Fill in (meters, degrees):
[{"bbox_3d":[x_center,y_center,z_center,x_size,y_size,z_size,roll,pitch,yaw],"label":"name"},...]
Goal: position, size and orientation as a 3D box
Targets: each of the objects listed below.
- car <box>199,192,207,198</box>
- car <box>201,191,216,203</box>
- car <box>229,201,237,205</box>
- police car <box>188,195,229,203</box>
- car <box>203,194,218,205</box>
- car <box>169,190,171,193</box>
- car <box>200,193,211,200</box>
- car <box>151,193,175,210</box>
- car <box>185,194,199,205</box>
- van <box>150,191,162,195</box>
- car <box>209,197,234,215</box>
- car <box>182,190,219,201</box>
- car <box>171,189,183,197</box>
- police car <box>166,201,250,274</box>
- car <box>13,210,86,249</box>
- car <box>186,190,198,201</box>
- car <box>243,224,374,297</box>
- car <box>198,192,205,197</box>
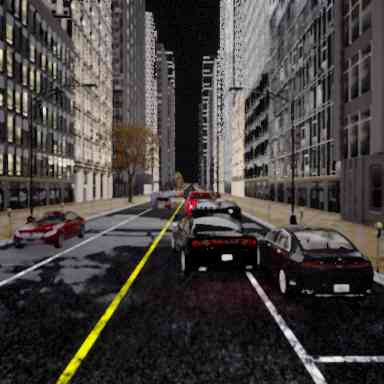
[{"bbox_3d":[2.643,0.656,82.391,1.752,1.417,4.829,0,1,0],"label":"car"},{"bbox_3d":[2.656,0.761,53.729,2.192,1.841,5.009,0,1,0],"label":"car"},{"bbox_3d":[2.672,1.311,25.242,1.947,1.339,4.313,0,1,0],"label":"car"},{"bbox_3d":[0.889,1.218,20.541,1.930,1.638,5.238,0,1,0],"label":"police car"},{"bbox_3d":[2.660,1.051,48.033,1.887,1.381,4.507,0,1,0],"label":"car"},{"bbox_3d":[-5.729,0.874,65.125,2.008,1.369,4.403,0,1,0],"label":"car"},{"bbox_3d":[2.651,0.867,65.127,1.887,1.381,4.507,0,1,0],"label":"car"},{"bbox_3d":[-3.115,1.162,35.734,1.812,1.442,4.674,0,1,0],"label":"car"},{"bbox_3d":[-0.015,1.044,46.907,1.812,1.442,4.674,0,1,0],"label":"car"},{"bbox_3d":[-5.725,0.787,53.730,1.690,1.788,3.998,0,1,0],"label":"van"},{"bbox_3d":[2.670,1.231,30.940,1.887,1.381,4.507,0,1,0],"label":"car"},{"bbox_3d":[0.547,0.955,26.418,2.150,2.045,5.566,0,1,-2],"label":"car"},{"bbox_3d":[-3.041,0.285,77.015,2.150,2.045,5.566,0,1,0],"label":"car"},{"bbox_3d":[0.451,1.319,10.441,1.930,1.638,5.238,0,1,-9],"label":"police car"},{"bbox_3d":[-5.702,1.442,13.848,1.802,1.307,4.206,0,1,0],"label":"car"},{"bbox_3d":[-0.033,0.589,60.953,2.150,2.045,5.566,0,1,0],"label":"car"},{"bbox_3d":[2.681,1.468,8.148,2.008,1.369,4.403,0,1,0],"label":"car"},{"bbox_3d":[2.637,0.568,93.618,1.947,1.339,4.313,0,1,0],"label":"car"}]
